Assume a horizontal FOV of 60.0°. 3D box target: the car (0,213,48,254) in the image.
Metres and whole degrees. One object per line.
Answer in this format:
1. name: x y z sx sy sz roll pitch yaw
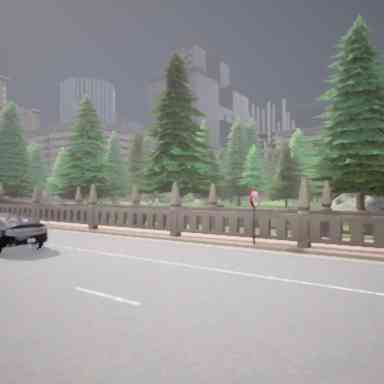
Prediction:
1. car: -7.979 1.626 13.858 4.902 1.511 2.128 -1 0 36
